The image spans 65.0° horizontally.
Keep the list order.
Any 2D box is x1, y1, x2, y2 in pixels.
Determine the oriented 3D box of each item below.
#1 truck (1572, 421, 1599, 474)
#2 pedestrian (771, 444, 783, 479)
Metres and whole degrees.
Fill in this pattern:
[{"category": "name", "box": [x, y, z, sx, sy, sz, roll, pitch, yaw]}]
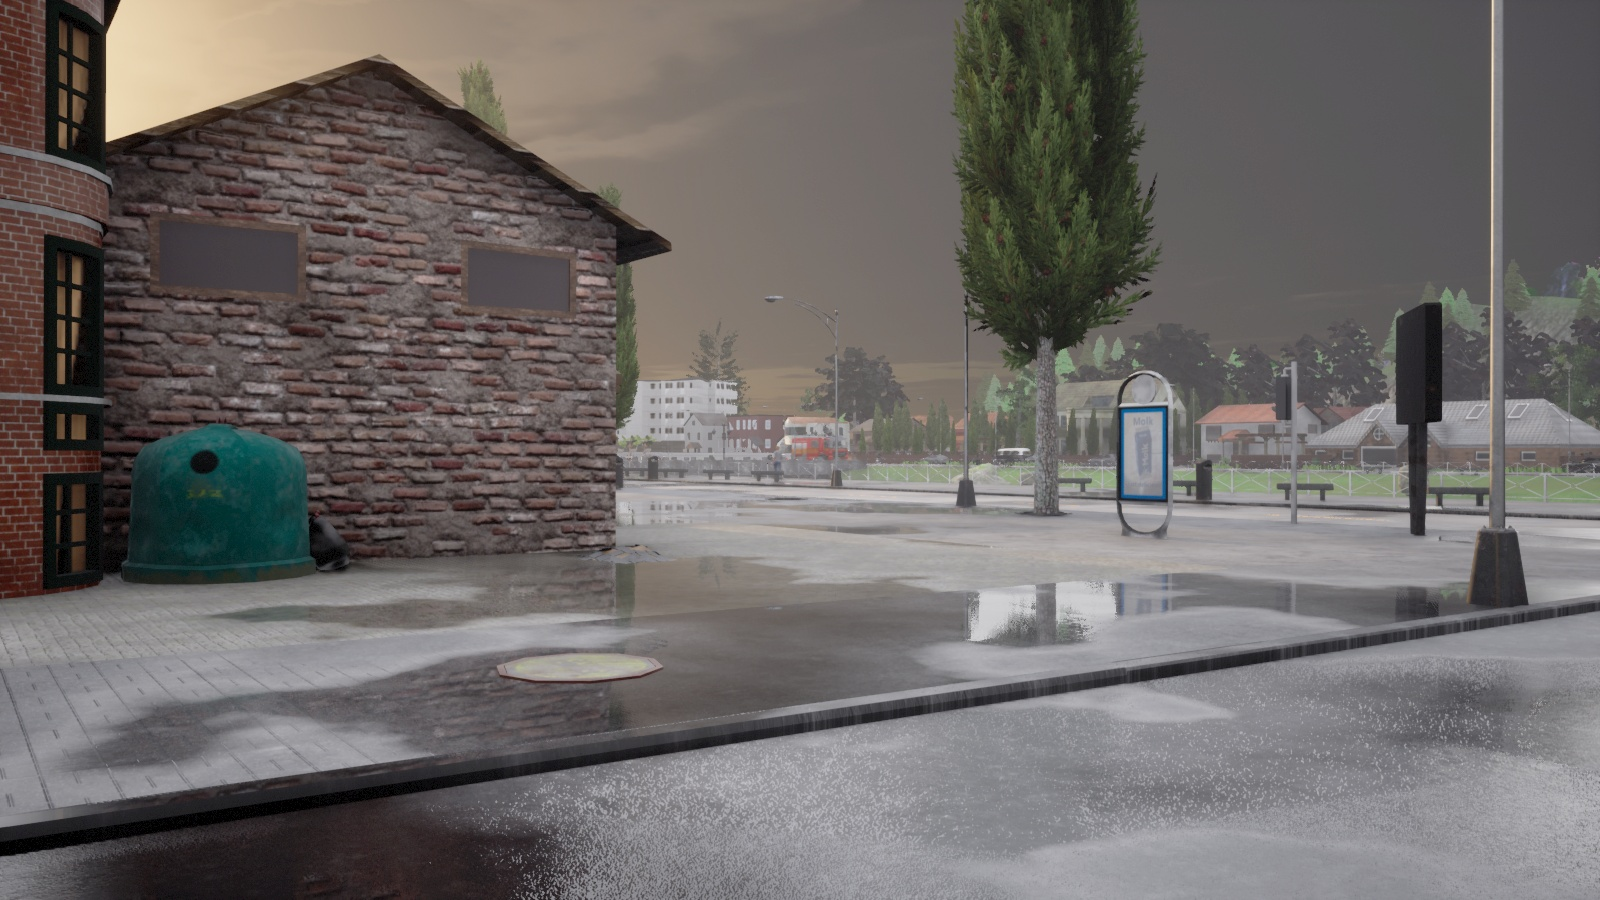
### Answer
[{"category": "truck", "box": [54.419, -0.160, 80.460, 2.891, 3.462, 7.936, 0, 0, -35]}, {"category": "pedestrian", "box": [-1.240, 0.619, 66.848, 0.354, 1.836, 0.706, 0, 0, -25]}]
